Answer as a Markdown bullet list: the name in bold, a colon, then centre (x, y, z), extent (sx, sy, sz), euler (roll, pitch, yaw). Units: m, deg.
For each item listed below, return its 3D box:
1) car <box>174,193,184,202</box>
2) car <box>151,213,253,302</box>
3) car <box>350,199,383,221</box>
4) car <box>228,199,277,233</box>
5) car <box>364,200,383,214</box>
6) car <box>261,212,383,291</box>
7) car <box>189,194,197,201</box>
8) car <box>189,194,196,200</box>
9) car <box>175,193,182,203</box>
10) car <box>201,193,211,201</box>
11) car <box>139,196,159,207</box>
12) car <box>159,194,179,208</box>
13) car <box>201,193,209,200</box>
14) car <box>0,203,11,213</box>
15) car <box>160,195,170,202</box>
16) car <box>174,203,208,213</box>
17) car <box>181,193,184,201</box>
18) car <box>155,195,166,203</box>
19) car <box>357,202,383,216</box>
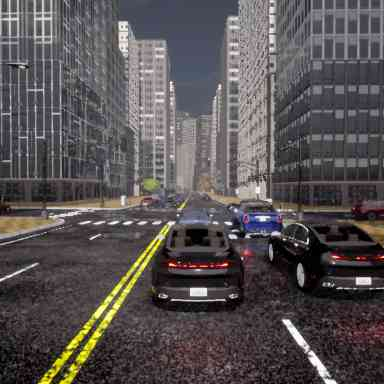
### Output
- **car**: centre (-3.048, 1.154, 77.882), extent (2.150, 2.045, 5.566), euler (0, 0, 0)
- **car**: centre (0.119, 1.501, 8.239), extent (1.837, 1.490, 4.892), euler (0, 0, 0)
- **car**: centre (16.274, 1.519, 28.507), extent (5.009, 1.841, 2.192), euler (1, 0, 1)
- **car**: centre (3.395, 1.342, 18.029), extent (2.097, 1.767, 4.553), euler (0, 0, 0)
- **car**: centre (21.905, 1.643, 36.779), extent (4.829, 1.417, 1.752), euler (1, 0, 1)
- **car**: centre (3.373, 1.500, 8.946), extent (1.837, 1.490, 4.892), euler (0, 0, 0)
- **car**: centre (0.208, 1.450, 80.180), extent (1.812, 1.442, 4.674), euler (0, 0, 0)
- **car**: centre (0.234, 1.387, 90.175), extent (1.882, 1.535, 5.008), euler (0, 0, 0)
- **car**: centre (-3.184, 1.460, 57.609), extent (1.837, 1.490, 4.892), euler (0, 0, 0)
- **car**: centre (3.457, 1.396, 79.328), extent (1.882, 1.535, 5.008), euler (0, 0, 0)
- **car**: centre (-6.461, 1.491, 49.042), extent (1.812, 1.442, 4.674), euler (0, 0, 2)
- **car**: centre (-3.215, 1.471, 48.270), extent (1.837, 1.490, 4.892), euler (0, 0, 0)
- **car**: centre (3.483, 1.097, 89.717), extent (2.097, 1.767, 4.553), euler (0, 0, 0)
- **car**: centre (-20.032, 1.315, 31.790), extent (5.008, 1.535, 1.882), euler (1, 1, 1)
- **car**: centre (-6.298, 1.453, 77.922), extent (1.812, 1.442, 4.674), euler (0, 0, 0)
- **car**: centre (0.146, 1.538, 17.794), extent (2.033, 1.411, 5.357), euler (0, 0, 0)
- **car**: centre (-3.099, 1.469, 67.430), extent (1.812, 1.442, 4.674), euler (0, 0, 1)
- **car**: centre (-6.343, 1.420, 67.651), extent (1.882, 1.535, 5.008), euler (0, 0, 0)
- **car**: centre (19.856, 1.742, 34.221), extent (4.718, 1.301, 1.895), euler (1, 1, 1)
